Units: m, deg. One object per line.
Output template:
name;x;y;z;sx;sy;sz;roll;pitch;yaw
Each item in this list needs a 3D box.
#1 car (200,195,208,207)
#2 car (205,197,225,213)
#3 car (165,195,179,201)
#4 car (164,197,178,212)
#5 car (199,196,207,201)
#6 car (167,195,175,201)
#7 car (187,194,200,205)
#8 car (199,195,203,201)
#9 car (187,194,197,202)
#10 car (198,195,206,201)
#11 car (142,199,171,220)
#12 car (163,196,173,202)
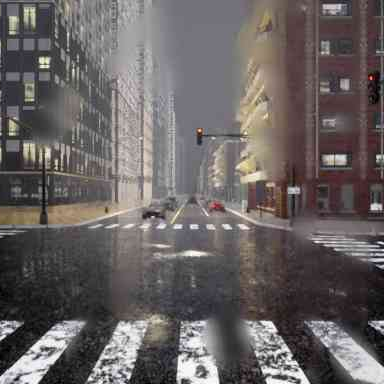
car;2.707;1.567;50.126;2.008;1.369;4.403;0;0;0
car;2.754;1.591;37.209;1.802;1.307;4.206;0;0;0
car;-3.039;1.522;49.803;1.837;1.490;4.892;0;0;0
car;-3.072;1.574;38.898;1.994;1.385;4.181;0;0;1
car;2.716;1.626;84.017;1.802;1.307;4.206;0;0;0
car;-5.662;1.595;89.669;1.887;1.381;4.507;0;0;0
car;0.019;1.548;59.808;1.812;1.442;4.674;0;0;0
car;2.709;1.571;55.774;2.008;1.369;4.403;0;0;0
car;0.023;1.218;69.781;2.097;1.767;4.553;0;0;0
car;2.718;1.491;89.666;1.967;1.590;4.097;0;0;0
car;-3.087;1.552;28.233;2.033;1.411;5.357;0;0;-2
car;-5.665;1.589;78.371;2.008;1.369;4.403;0;0;0
